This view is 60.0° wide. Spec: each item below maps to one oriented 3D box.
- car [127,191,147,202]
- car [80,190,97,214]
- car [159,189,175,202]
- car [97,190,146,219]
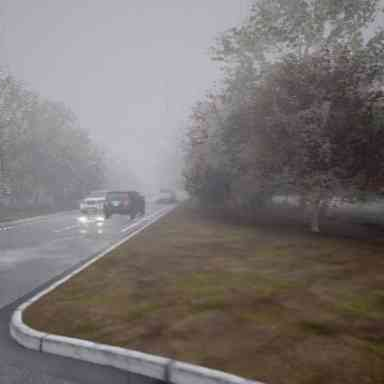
[{"bbox_3d":[-7.774,0.608,47.480,1.837,1.490,4.892,-1,1,2],"label":"car"},{"bbox_3d":[-8.492,0.859,30.921,2.150,2.045,5.566,-1,1,2],"label":"car"},{"bbox_3d":[-3.964,0.487,53.160,2.150,2.045,5.566,-1,1,2],"label":"car"},{"bbox_3d":[-5.015,0.903,25.243,2.150,2.045,5.566,-1,1,3],"label":"car"}]
